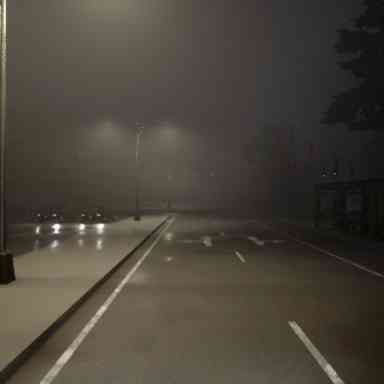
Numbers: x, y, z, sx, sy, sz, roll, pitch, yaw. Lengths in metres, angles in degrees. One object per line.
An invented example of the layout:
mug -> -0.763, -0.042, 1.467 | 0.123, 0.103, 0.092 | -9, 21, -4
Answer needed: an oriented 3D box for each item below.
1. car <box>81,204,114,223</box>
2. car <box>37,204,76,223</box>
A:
car -> -7.997, 1.782, 28.545 | 1.837, 1.490, 4.892 | 0, -1, 0
car -> -11.498, 1.782, 28.539 | 1.837, 1.490, 4.892 | 0, -1, 0
